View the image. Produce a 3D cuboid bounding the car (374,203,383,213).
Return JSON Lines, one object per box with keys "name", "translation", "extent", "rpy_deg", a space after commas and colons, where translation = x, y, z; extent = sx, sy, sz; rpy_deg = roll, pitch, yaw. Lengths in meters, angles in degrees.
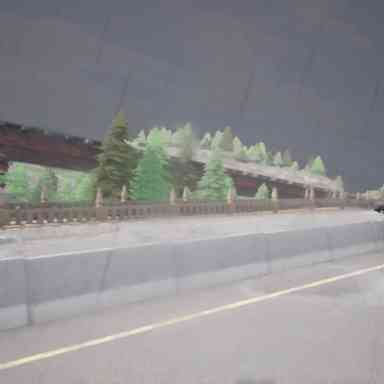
{"name": "car", "translation": [22.563, 1.634, 37.270], "extent": [5.357, 1.411, 2.033], "rpy_deg": [0, 0, -35]}
